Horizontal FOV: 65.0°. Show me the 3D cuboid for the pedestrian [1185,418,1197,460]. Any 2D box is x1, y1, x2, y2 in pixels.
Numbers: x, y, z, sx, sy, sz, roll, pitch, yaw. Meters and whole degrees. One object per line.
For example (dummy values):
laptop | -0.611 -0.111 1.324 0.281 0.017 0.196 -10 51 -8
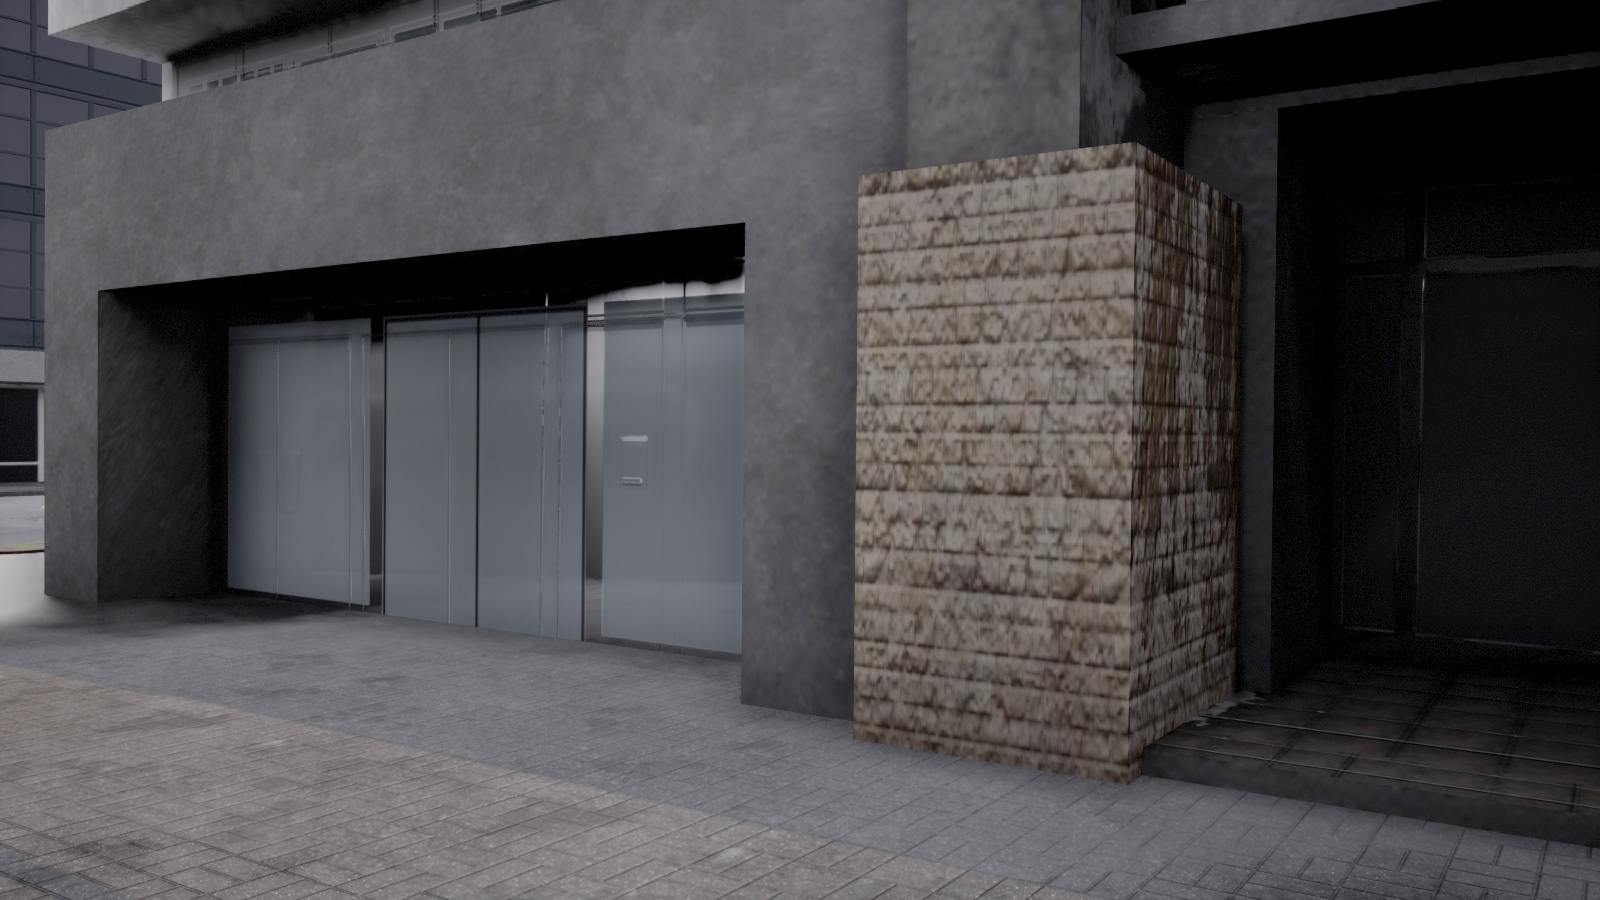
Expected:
pedestrian | 17.201 -0.478 55.276 0.345 1.836 0.594 0 1 32
